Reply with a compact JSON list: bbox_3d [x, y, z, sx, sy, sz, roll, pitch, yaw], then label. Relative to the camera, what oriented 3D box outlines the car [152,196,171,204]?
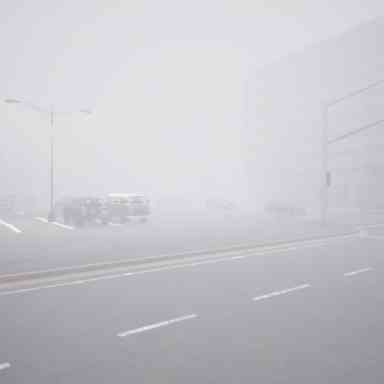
[{"bbox_3d":[-6.372,1.619,68.531,1.994,1.385,4.181,0,0,-35],"label":"car"}]

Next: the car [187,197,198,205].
[{"bbox_3d":[-0.972,1.603,61.035,2.033,1.411,5.357,0,0,-35],"label":"car"}]

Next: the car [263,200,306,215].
[{"bbox_3d":[9.406,1.581,34.141,1.812,1.442,4.674,0,0,-36],"label":"car"}]

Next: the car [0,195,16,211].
[{"bbox_3d":[-21.703,1.451,37.968,1.970,1.475,3.806,0,0,-35],"label":"car"}]

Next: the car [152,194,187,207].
[{"bbox_3d":[-3.563,1.278,52.368,2.150,2.045,5.566,0,0,-35],"label":"car"}]

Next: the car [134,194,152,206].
[{"bbox_3d":[-9.224,1.581,66.502,1.812,1.442,4.674,0,0,-35],"label":"car"}]

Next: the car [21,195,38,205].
[{"bbox_3d":[-27.173,1.209,55.422,1.932,1.855,4.605,0,0,-35],"label":"car"}]

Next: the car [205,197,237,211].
[{"bbox_3d":[3.650,1.407,42.202,2.097,1.767,4.553,0,0,-35],"label":"car"}]

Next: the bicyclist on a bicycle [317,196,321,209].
[{"bbox_3d":[16.620,1.356,42.913,1.656,1.620,0.582,0,0,-35],"label":"bicyclist on a bicycle"}]

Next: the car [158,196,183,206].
[{"bbox_3d":[-3.828,1.547,59.011,2.128,1.511,4.902,0,0,-35],"label":"car"}]

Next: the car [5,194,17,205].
[{"bbox_3d":[-29.569,1.212,53.797,1.905,1.878,3.866,0,0,-35],"label":"car"}]
